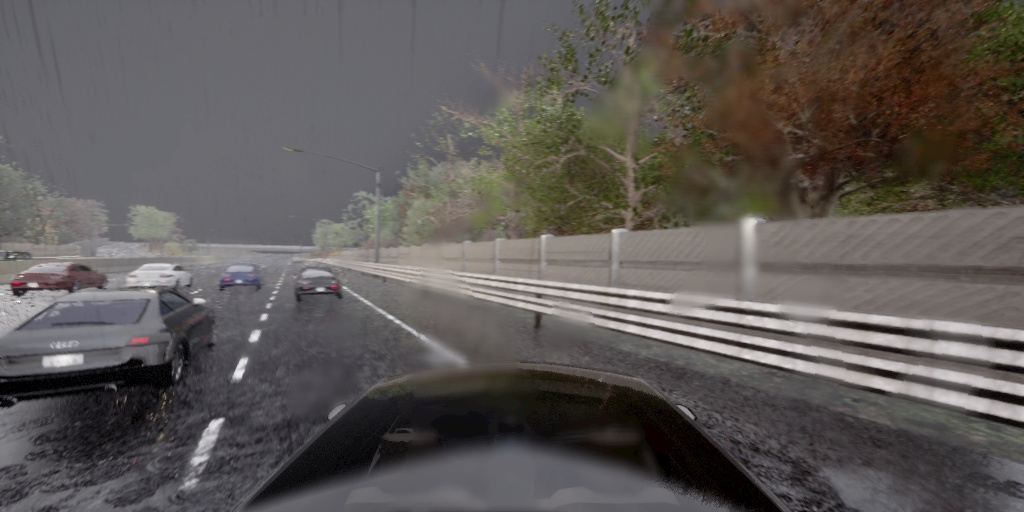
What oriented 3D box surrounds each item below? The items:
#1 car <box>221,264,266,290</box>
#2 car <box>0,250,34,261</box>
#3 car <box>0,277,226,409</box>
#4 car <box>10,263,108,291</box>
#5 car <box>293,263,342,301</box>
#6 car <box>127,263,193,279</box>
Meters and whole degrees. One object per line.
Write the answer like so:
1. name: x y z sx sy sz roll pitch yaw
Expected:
1. car: -15.578 1.160 20.886 1.812 1.442 4.674 1 0 -31
2. car: -40.944 0.540 28.519 2.150 2.045 5.566 1 -1 -31
3. car: -6.543 1.243 6.109 1.994 1.385 4.181 1 0 -31
4. car: -21.551 1.053 17.238 1.812 1.442 4.674 1 0 -31
5. car: -9.263 1.229 17.071 1.812 1.442 4.674 1 0 -31
6. car: -18.593 1.106 19.081 1.812 1.442 4.674 1 0 -32
